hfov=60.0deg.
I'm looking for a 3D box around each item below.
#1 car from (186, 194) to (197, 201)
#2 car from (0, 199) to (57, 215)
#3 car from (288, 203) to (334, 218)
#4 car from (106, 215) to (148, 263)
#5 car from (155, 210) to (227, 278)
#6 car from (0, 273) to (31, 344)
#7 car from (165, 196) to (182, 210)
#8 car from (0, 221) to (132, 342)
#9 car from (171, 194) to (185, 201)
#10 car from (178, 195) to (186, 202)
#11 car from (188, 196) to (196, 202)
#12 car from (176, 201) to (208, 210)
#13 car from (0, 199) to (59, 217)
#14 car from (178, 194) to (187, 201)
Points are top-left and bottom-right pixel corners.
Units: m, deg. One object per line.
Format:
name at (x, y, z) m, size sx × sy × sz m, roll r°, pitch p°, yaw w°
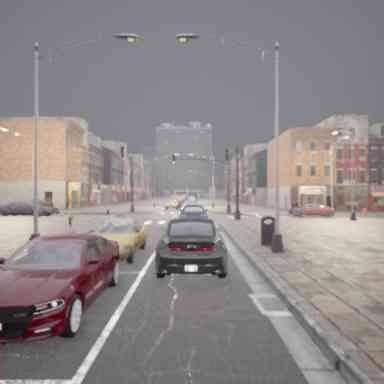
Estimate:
car at (-0.002, 1.711, 74.792) m, size 1.812 × 1.442 × 4.674 m, roll 0°, pitch 0°, yaw 0°
car at (-16.014, 1.428, 32.233) m, size 5.008 × 1.535 × 1.882 m, roll 0°, pitch 0°, yaw 0°
car at (11.572, 1.759, 32.351) m, size 4.181 × 1.385 × 1.994 m, roll 1°, pitch 0°, yaw 1°
car at (-2.634, 1.538, 11.988) m, size 1.752 × 1.417 × 4.829 m, roll 0°, pitch 0°, yaw 0°
car at (-0.011, 1.515, 10.121) m, size 1.837 × 1.490 × 4.892 m, roll 0°, pitch 0°, yaw 0°
car at (-2.633, 1.545, 1.170) m, size 1.887 × 1.381 × 4.507 m, roll 0°, pitch 0°, yaw 0°
car at (-2.635, 1.606, 43.946) m, size 1.752 × 1.417 × 4.829 m, roll 0°, pitch 0°, yaw 0°
car at (-2.633, 1.551, 6.665) m, size 1.887 × 1.381 × 4.507 m, roll 0°, pitch 0°, yaw 0°
car at (-2.635, 1.412, 49.560) m, size 2.192 × 1.841 × 5.009 m, roll 0°, pitch 0°, yaw 0°
car at (-2.637, 1.676, 87.669) m, size 1.967 × 1.590 × 4.097 m, roll 0°, pitch 0°, yaw 0°
car at (-0.002, 1.726, 85.038) m, size 1.837 × 1.490 × 4.892 m, roll 0°, pitch 0°, yaw 0°
car at (0.099, 1.555, 22.031) m, size 1.812 × 1.442 × 4.674 m, roll 0°, pitch 0°, yaw 0°
car at (-14.653, 1.487, 29.279) m, size 5.357 × 1.411 × 2.033 m, roll 0°, pitch 0°, yaw 2°
car at (-2.637, 1.570, 93.113) m, size 2.192 × 1.841 × 5.009 m, roll 0°, pitch 0°, yaw 0°
